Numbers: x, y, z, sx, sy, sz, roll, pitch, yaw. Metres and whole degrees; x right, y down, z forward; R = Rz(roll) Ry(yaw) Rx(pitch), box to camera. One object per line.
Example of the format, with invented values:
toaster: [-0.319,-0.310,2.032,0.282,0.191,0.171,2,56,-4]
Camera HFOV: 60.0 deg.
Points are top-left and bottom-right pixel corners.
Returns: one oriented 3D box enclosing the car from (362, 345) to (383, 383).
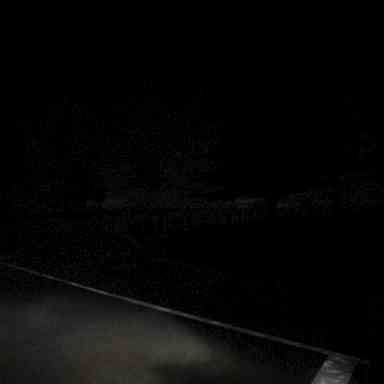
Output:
car: [3.496,1.486,1.495,4.902,1.511,2.128,0,0,36]
